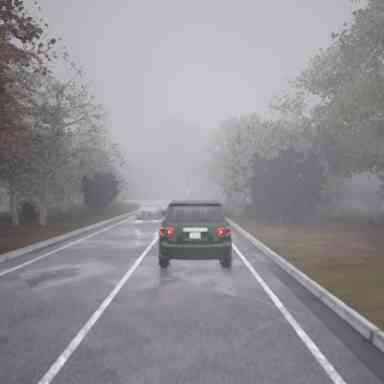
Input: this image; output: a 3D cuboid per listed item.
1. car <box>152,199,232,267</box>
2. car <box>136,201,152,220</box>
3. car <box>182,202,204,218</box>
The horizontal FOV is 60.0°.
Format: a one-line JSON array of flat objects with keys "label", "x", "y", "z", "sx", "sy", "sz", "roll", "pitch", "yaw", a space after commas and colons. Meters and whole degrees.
[{"label": "car", "x": 0.091, "y": 1.245, "z": 11.611, "sx": 2.150, "sy": 2.045, "sz": 5.566, "roll": 0, "pitch": 0, "yaw": 0}, {"label": "car", "x": -3.593, "y": 1.552, "z": 28.662, "sx": 1.812, "sy": 1.442, "sz": 4.674, "roll": 0, "pitch": 0, "yaw": 0}, {"label": "car", "x": 0.104, "y": 1.627, "z": 31.818, "sx": 1.895, "sy": 1.301, "sz": 4.718, "roll": 0, "pitch": 0, "yaw": 0}]
